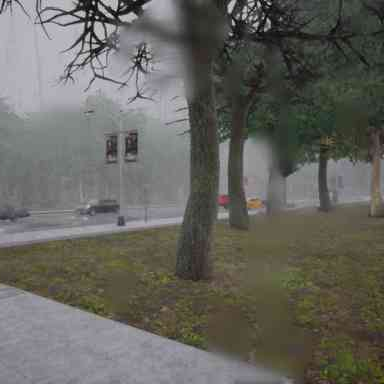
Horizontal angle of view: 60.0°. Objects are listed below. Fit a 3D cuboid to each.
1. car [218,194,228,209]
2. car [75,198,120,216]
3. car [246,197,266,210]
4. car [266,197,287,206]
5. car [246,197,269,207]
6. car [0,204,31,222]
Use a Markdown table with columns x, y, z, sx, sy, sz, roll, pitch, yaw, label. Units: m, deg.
| x | y | z | sx | sy | sz | roll | pitch | yaw | label |
| --- | --- | --- | --- | --- | --- | --- | --- | --- | --- |
| 4.831 | 1.290 | 46.714 | 2.150 | 2.045 | 5.566 | 0 | 0 | 36 | car |
| -9.250 | 1.384 | 32.841 | 2.097 | 1.767 | 4.553 | 0 | 0 | 36 | car |
| 7.827 | 1.552 | 45.308 | 1.882 | 1.535 | 5.008 | 0 | 0 | 36 | car |
| 13.625 | 1.571 | 53.505 | 1.882 | 1.535 | 5.008 | 0 | 0 | 36 | car |
| 10.914 | 1.594 | 55.302 | 1.837 | 1.490 | 4.892 | 0 | 0 | 36 | car |
| -14.997 | 1.564 | 24.805 | 2.033 | 1.411 | 5.357 | 0 | 0 | 35 | car |
